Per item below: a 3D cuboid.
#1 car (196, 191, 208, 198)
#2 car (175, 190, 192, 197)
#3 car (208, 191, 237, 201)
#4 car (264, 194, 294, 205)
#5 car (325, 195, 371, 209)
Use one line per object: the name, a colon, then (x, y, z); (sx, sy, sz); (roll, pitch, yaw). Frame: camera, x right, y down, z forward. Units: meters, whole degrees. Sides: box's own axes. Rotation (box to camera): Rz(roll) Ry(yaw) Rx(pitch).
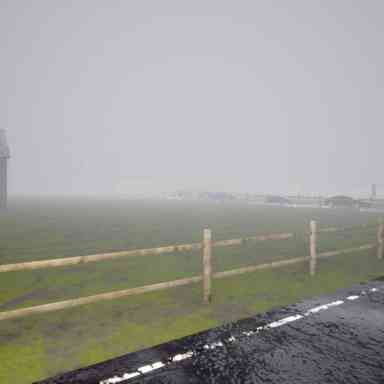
car: (2.729, 0.597, 65.443); (1.837, 1.490, 4.892); (0, 1, -35)
car: (-1.836, 0.362, 71.785); (1.837, 1.490, 4.892); (0, 1, -36)
car: (5.351, 0.726, 55.540); (1.882, 1.535, 5.008); (0, 1, -35)
car: (12.059, 1.020, 46.141); (1.994, 1.385, 4.181); (0, 1, -34)
car: (17.774, 1.112, 38.108); (1.882, 1.535, 5.008); (0, 1, -35)
